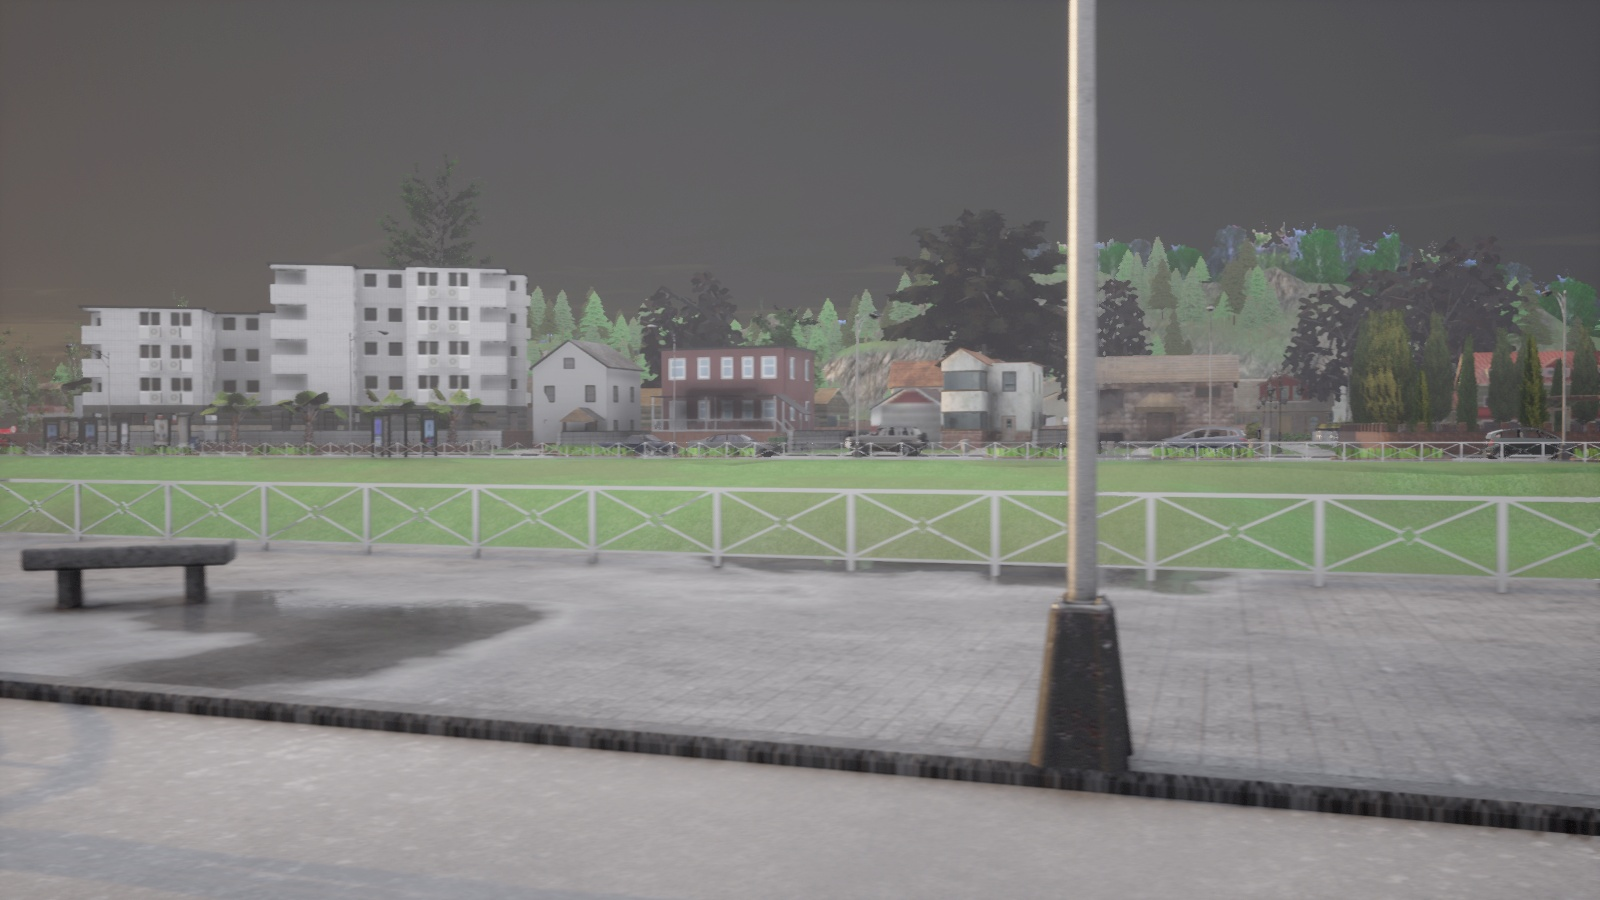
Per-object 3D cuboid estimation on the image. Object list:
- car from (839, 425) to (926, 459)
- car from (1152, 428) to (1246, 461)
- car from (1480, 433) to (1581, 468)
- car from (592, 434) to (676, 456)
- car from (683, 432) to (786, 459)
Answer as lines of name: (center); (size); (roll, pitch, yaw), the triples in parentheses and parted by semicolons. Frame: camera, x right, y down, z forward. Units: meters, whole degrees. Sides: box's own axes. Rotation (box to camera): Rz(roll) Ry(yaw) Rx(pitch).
car: (4.689, -0.483, 71.447); (4.605, 1.855, 1.932); (1, 1, 19)
car: (20.961, -0.307, 65.969); (4.611, 1.667, 2.242); (1, 1, 19)
car: (33.437, 0.009, 57.550); (3.705, 1.549, 1.789); (0, 1, 19)
car: (-10.114, -0.335, 76.435); (4.718, 1.301, 1.895); (1, 1, 19)
car: (-3.649, -0.261, 70.037); (5.357, 1.411, 2.033); (1, 1, 19)
